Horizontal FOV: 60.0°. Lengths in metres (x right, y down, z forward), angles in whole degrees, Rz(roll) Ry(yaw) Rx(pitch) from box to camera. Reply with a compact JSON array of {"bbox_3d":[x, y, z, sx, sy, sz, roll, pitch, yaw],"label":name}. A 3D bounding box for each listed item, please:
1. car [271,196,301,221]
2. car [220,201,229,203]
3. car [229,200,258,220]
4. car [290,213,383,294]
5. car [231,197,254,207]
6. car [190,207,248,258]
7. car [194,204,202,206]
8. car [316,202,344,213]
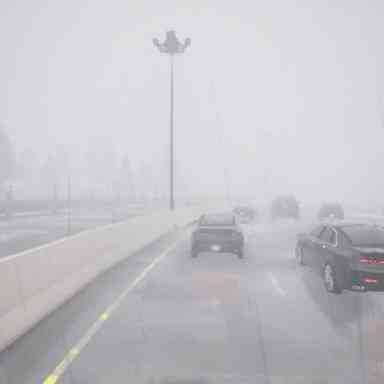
[{"bbox_3d":[7.796,1.305,27.614,2.150,2.045,5.566,0,0,17],"label":"car"},{"bbox_3d":[5.205,1.688,55.931,1.812,1.442,4.674,0,0,32],"label":"car"},{"bbox_3d":[4.736,1.612,29.396,1.812,1.442,4.674,0,0,17],"label":"car"},{"bbox_3d":[4.096,1.532,8.753,1.837,1.490,4.892,0,0,5],"label":"car"},{"bbox_3d":[8.327,1.664,54.319,1.837,1.490,4.892,0,0,32],"label":"car"},{"bbox_3d":[1.073,1.543,13.011,1.837,1.490,4.892,0,0,7],"label":"car"},{"bbox_3d":[0.307,1.508,54.425,2.097,1.767,4.553,0,0,30],"label":"car"},{"bbox_3d":[11.756,1.593,28.412,1.837,1.490,4.892,0,0,18],"label":"car"}]
